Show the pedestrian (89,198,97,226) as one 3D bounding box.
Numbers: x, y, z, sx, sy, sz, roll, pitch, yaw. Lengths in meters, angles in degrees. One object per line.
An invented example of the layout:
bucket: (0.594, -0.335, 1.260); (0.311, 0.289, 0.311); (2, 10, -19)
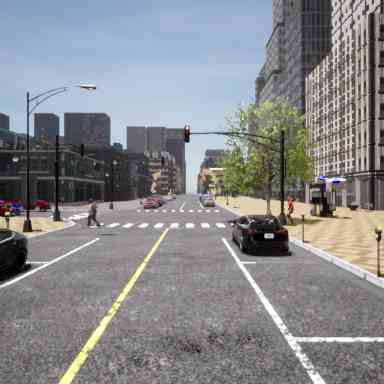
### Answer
pedestrian: (-6.508, 1.298, 21.872); (0.375, 1.860, 0.375); (0, 0, 0)

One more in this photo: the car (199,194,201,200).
car: (2.716, 1.565, 68.371); (2.008, 1.369, 4.403); (0, 0, 0)

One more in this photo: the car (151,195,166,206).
car: (-5.668, 1.325, 51.718); (2.192, 1.841, 5.009); (0, 0, 0)

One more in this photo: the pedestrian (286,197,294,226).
pedestrian: (6.103, 1.145, 20.647); (0.375, 1.860, 0.375); (0, 0, 0)

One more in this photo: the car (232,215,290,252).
car: (2.698, 1.569, 13.689); (1.947, 1.339, 4.313); (0, 0, 0)

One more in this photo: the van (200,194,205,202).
van: (2.714, 1.353, 57.269); (1.690, 1.788, 3.998); (0, 0, 0)

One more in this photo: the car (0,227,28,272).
car: (-5.684, 1.567, 8.152); (1.947, 1.339, 4.313); (0, 0, 0)

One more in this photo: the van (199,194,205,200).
van: (2.725, 1.361, 90.575); (1.690, 1.788, 3.998); (0, 0, 0)

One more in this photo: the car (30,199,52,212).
car: (-17.257, 1.377, 35.174); (4.507, 1.381, 1.887); (1, -1, -1)

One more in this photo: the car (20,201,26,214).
car: (-17.363, 1.326, 29.370); (4.674, 1.442, 1.812); (1, 0, -2)

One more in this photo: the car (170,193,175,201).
car: (-5.660, 1.543, 79.304); (1.752, 1.417, 4.829); (0, 0, 0)

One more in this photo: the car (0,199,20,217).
car: (-17.139, 1.105, 26.799); (5.009, 1.841, 2.192); (1, -1, -1)

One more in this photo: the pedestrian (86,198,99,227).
pedestrian: (-6.366, 1.297, 21.223); (0.375, 1.860, 0.375); (0, 0, 0)

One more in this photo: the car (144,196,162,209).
car: (-5.671, 1.591, 46.167); (1.802, 1.307, 4.206); (0, 0, 0)

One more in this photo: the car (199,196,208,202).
car: (2.720, 1.583, 79.473); (1.947, 1.339, 4.313); (0, 0, 0)

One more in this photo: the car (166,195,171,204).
car: (-5.666, 1.564, 62.821); (2.008, 1.369, 4.403); (0, 0, 0)

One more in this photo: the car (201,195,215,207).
car: (2.711, 1.536, 51.888); (1.752, 1.417, 4.829); (0, 0, 0)
